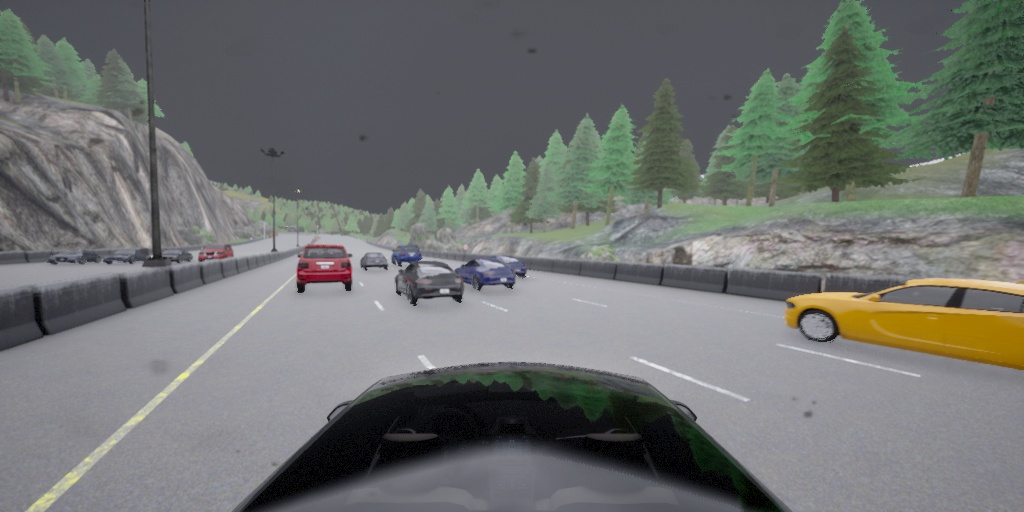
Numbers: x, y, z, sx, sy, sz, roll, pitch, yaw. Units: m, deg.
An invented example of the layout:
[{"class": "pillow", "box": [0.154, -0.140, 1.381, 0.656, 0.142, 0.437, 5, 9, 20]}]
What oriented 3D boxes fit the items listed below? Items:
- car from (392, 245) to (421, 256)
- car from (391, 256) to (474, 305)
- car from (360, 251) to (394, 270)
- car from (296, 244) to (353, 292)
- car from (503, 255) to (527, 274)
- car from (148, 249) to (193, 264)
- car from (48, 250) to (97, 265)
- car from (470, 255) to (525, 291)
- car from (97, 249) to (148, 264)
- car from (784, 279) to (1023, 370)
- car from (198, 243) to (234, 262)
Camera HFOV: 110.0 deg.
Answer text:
[{"class": "car", "box": [-10.546, -0.049, 35.735, 2.150, 2.045, 5.566, 0, 2, -27]}, {"class": "car", "box": [-3.254, 0.918, 13.761, 1.812, 1.442, 4.674, 0, 2, -27]}, {"class": "car", "box": [-11.685, 0.416, 30.271, 2.033, 1.411, 5.357, 0, 2, -27]}, {"class": "car", "box": [-8.933, 0.471, 17.183, 2.150, 2.045, 5.566, 0, 2, -27]}, {"class": "car", "box": [-0.653, 0.661, 24.058, 1.812, 1.442, 4.674, 0, 2, -27]}, {"class": "car", "box": [-35.018, 0.020, 37.262, 2.033, 1.411, 5.357, 0, 2, -27]}, {"class": "car", "box": [-41.113, 0.079, 33.797, 1.994, 1.385, 4.181, 0, 2, -27]}, {"class": "car", "box": [-1.418, 0.823, 17.859, 1.812, 1.442, 4.674, 0, 2, -27]}, {"class": "car", "box": [-38.161, 0.034, 35.722, 2.033, 1.411, 5.357, 0, 2, -27]}, {"class": "car", "box": [8.178, 1.161, 6.763, 1.882, 1.535, 5.008, 0, 2, -27]}, {"class": "car", "box": [-31.890, -0.335, 38.828, 2.150, 2.045, 5.566, 0, 2, -27]}]
